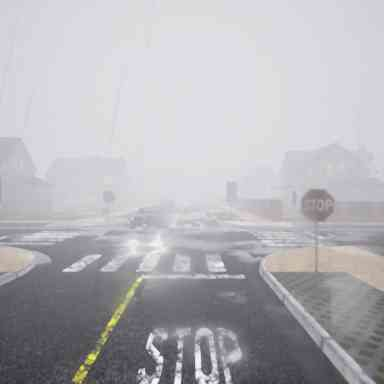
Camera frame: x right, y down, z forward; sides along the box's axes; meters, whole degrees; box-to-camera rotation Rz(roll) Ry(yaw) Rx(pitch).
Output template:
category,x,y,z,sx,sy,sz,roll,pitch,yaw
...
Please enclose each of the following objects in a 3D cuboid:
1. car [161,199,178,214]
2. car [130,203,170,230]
category,x,y,z,sx,sy,sz,roll,pitch,yaw
car,-2.662,1.616,36.962,1.837,1.490,4.892,0,0,0
car,-2.701,1.619,21.250,1.895,1.301,4.718,0,0,0
